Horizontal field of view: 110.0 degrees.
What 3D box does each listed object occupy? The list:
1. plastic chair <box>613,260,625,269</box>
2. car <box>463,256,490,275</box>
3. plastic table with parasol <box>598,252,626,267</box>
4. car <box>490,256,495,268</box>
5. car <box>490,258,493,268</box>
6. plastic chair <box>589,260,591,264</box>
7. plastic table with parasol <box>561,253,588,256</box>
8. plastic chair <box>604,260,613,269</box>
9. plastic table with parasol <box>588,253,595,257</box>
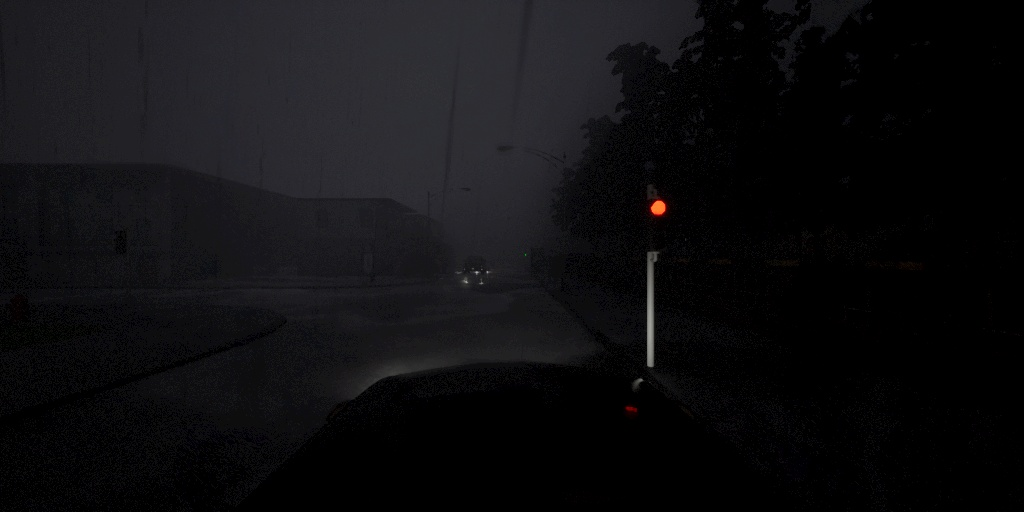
[{"bbox_3d":[16.069,1.295,54.083,0.750,1.272,0.730,0,0,-40],"label":"plastic chair"},{"bbox_3d":[-4.067,0.971,40.143,2.150,2.045,5.566,0,0,0],"label":"car"},{"bbox_3d":[15.337,0.693,55.082,2.482,2.480,2.482,0,0,-40],"label":"plastic table with parasol"},{"bbox_3d":[-4.023,0.970,60.513,2.150,2.045,5.566,0,0,1],"label":"car"},{"bbox_3d":[-4.053,1.350,50.320,1.895,1.301,4.718,0,0,0],"label":"car"},{"bbox_3d":[13.769,1.303,62.410,0.730,1.272,0.750,0,0,-35],"label":"plastic chair"},{"bbox_3d":[10.020,0.683,57.826,2.482,2.480,2.482,0,0,-40],"label":"plastic table with parasol"},{"bbox_3d":[14.363,1.305,54.181,0.730,1.272,0.750,0,0,-35],"label":"plastic chair"},{"bbox_3d":[14.722,0.671,63.297,2.482,2.480,2.482,0,0,-42],"label":"plastic table with parasol"}]
